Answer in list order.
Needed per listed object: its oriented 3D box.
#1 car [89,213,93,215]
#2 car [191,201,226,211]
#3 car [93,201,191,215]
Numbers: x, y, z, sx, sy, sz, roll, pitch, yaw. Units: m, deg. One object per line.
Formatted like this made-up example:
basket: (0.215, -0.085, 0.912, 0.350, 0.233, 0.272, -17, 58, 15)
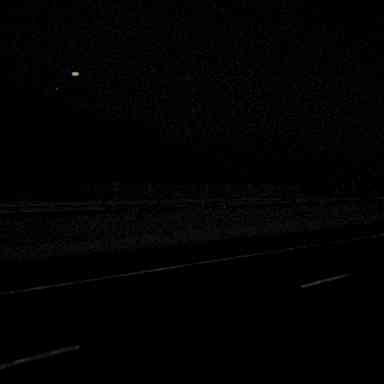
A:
car: (-4.759, 1.564, 22.088, 4.181, 1.385, 1.994, 0, 0, -35)
car: (1.120, 1.567, 30.564, 4.181, 1.385, 1.994, 0, 0, -35)
car: (-2.793, 1.478, 19.193, 5.008, 1.535, 1.882, 0, 0, -35)
